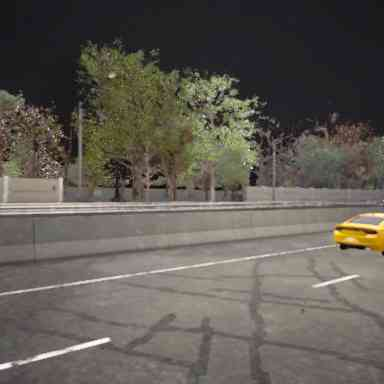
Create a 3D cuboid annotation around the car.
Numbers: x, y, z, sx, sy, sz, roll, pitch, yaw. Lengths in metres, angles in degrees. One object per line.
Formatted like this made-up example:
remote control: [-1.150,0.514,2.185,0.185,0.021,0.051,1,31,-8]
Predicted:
car: [7.949,1.633,13.810,5.008,1.535,1.882,0,0,-35]
